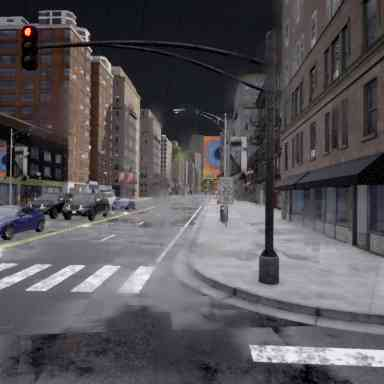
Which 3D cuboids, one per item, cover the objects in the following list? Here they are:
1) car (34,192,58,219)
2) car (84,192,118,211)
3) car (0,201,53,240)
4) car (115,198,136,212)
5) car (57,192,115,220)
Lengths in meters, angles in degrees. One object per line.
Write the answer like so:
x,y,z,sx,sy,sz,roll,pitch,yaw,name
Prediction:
-11.513,1.057,27.592,2.150,2.045,5.566,1,0,4,car
-10.740,1.040,39.641,2.150,2.045,5.566,1,0,4,car
-8.964,1.413,16.460,1.812,1.442,4.674,1,0,2,car
-7.634,1.382,37.440,1.812,1.442,4.674,1,0,4,car
-8.320,1.091,26.731,2.150,2.045,5.566,1,0,4,car
